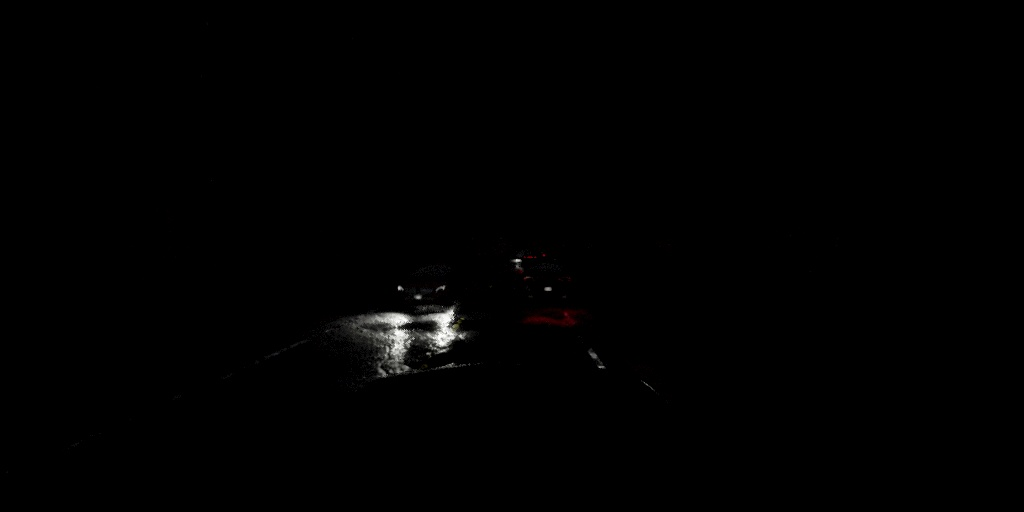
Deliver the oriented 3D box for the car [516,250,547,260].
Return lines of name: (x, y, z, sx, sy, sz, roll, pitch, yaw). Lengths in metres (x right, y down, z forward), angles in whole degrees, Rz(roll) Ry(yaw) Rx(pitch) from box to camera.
car: (2.045, 0.279, 36.304, 2.128, 1.511, 4.902, 0, 2, 8)

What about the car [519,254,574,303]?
car: (1.300, 0.877, 14.430, 1.882, 1.535, 5.008, 0, 2, 2)

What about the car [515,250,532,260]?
car: (1.766, -0.209, 54.641, 1.812, 1.442, 4.674, 0, 2, 11)

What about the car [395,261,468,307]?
car: (-2.834, 0.948, 13.515, 1.812, 1.442, 4.674, 0, 2, 2)
